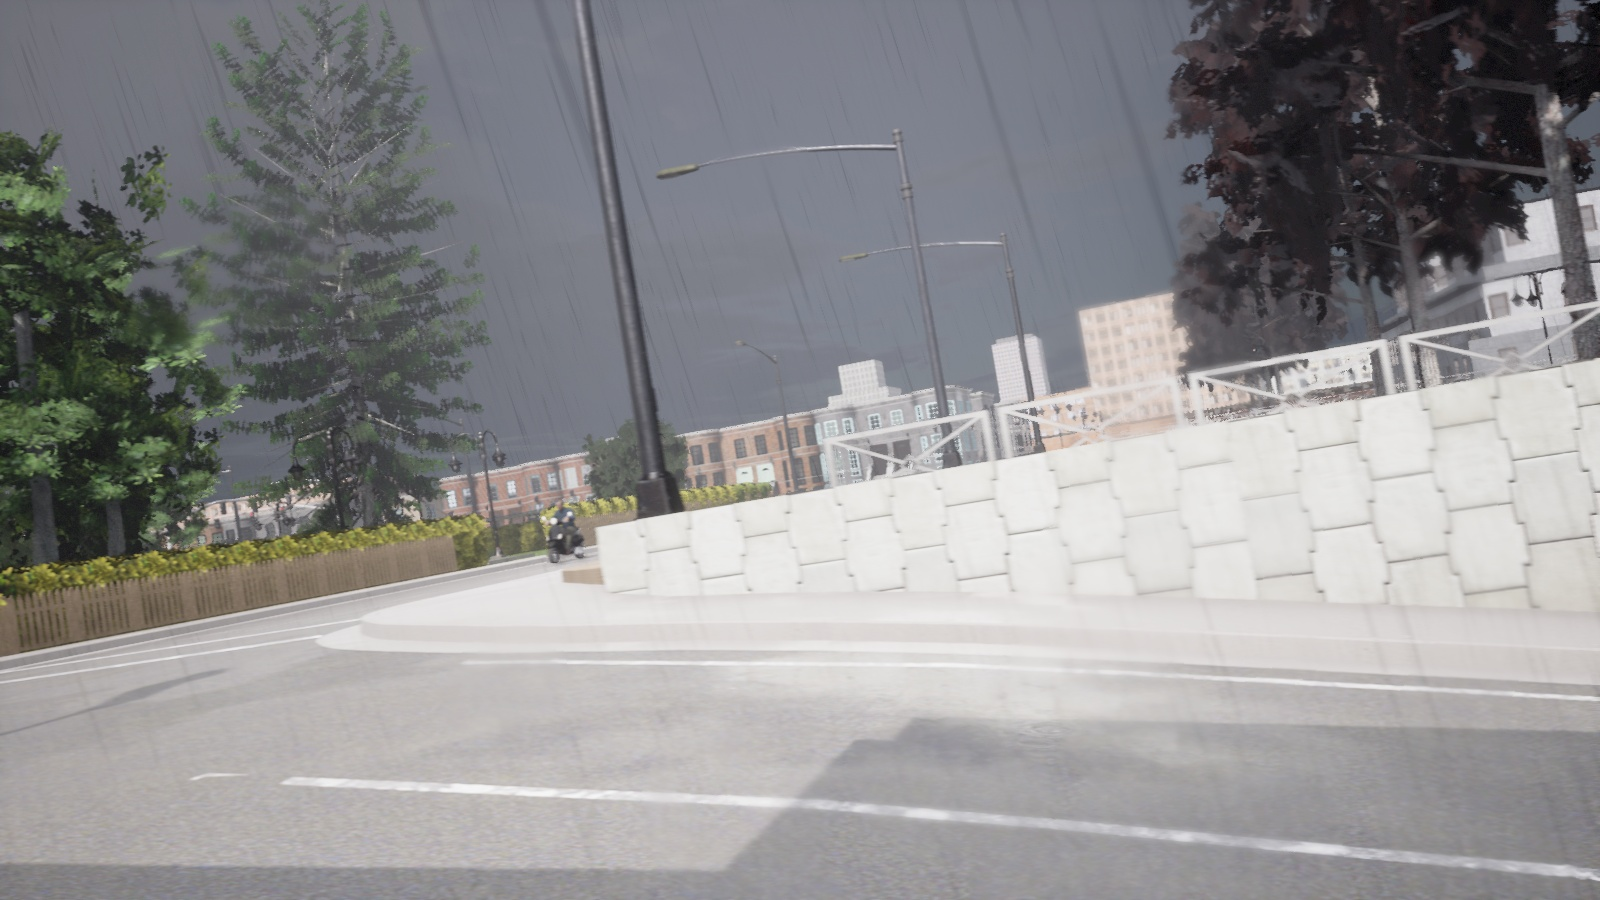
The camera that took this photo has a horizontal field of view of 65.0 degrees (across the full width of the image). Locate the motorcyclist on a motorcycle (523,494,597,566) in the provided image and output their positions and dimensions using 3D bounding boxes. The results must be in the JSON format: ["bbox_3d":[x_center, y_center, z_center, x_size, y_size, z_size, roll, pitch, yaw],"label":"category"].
[{"bbox_3d":[-6.096,2.019,32.037,0.866,1.590,1.817,-10,-2,18],"label":"motorcyclist on a motorcycle"}]
